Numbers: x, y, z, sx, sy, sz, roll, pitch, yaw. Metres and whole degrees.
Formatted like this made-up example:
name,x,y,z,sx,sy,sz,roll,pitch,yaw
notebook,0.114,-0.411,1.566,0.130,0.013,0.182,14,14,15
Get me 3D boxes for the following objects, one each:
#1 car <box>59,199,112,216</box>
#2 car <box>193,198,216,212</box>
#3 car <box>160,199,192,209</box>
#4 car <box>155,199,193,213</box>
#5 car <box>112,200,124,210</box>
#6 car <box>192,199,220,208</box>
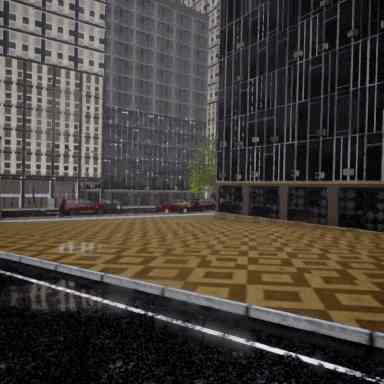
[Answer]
name,x,y,z,sx,sy,sz,roll,pitch,yaw
car,-11.889,1.646,36.303,5.009,1.841,2.192,1,1,-34
car,2.142,1.782,45.913,5.009,1.841,2.192,1,1,-34
car,-2.453,1.786,52.321,4.829,1.417,1.752,1,1,-34
car,-2.540,1.966,42.714,4.507,1.381,1.887,1,1,-34
car,-11.668,1.721,46.011,4.403,1.369,2.008,1,1,-34
car,2.363,1.873,55.621,4.313,1.339,1.947,1,1,-34
